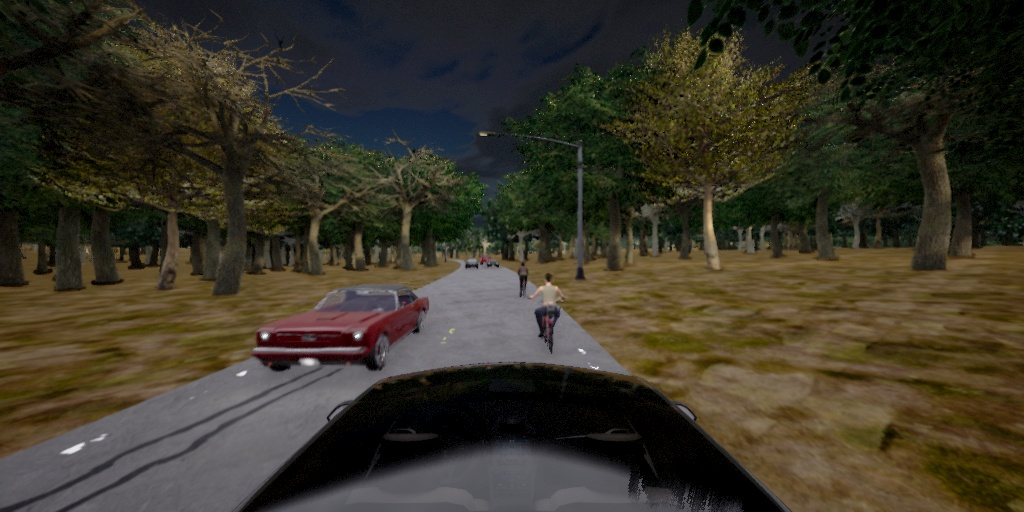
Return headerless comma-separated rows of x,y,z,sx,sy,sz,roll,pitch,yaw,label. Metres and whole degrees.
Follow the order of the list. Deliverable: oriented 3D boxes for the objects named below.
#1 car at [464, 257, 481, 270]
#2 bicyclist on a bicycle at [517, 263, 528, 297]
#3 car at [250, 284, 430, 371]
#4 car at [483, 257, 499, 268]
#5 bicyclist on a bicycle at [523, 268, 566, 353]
-5.527,1.050,49.514,1.882,1.535,5.008,0,0,-5,car
0.539,1.143,16.907,0.582,1.620,1.656,0,0,-2,bicyclist on a bicycle
-3.171,1.326,7.755,1.895,1.301,4.718,0,0,-1,car
-3.161,1.156,57.348,1.895,1.301,4.718,0,0,-7,car
0.772,1.162,7.770,0.866,1.612,1.509,0,0,-1,bicyclist on a bicycle
